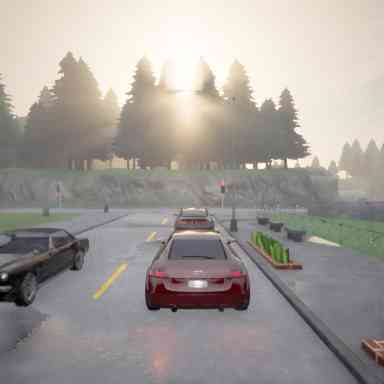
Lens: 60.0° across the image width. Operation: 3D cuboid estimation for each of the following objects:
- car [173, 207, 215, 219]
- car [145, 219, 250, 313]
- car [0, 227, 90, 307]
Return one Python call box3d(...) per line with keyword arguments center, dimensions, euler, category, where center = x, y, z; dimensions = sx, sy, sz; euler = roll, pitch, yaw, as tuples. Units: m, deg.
box3d(center=(0.105, 1.505, 16.686), dimensions=(1.837, 1.490, 4.892), euler=(0, 0, 0), category="car")
box3d(center=(0.103, 1.564, 7.774), dimensions=(1.994, 1.385, 4.181), euler=(0, 0, 0), category="car")
box3d(center=(-4.094, 1.601, 8.112), dimensions=(1.895, 1.301, 4.718), euler=(0, 0, 0), category="car")
